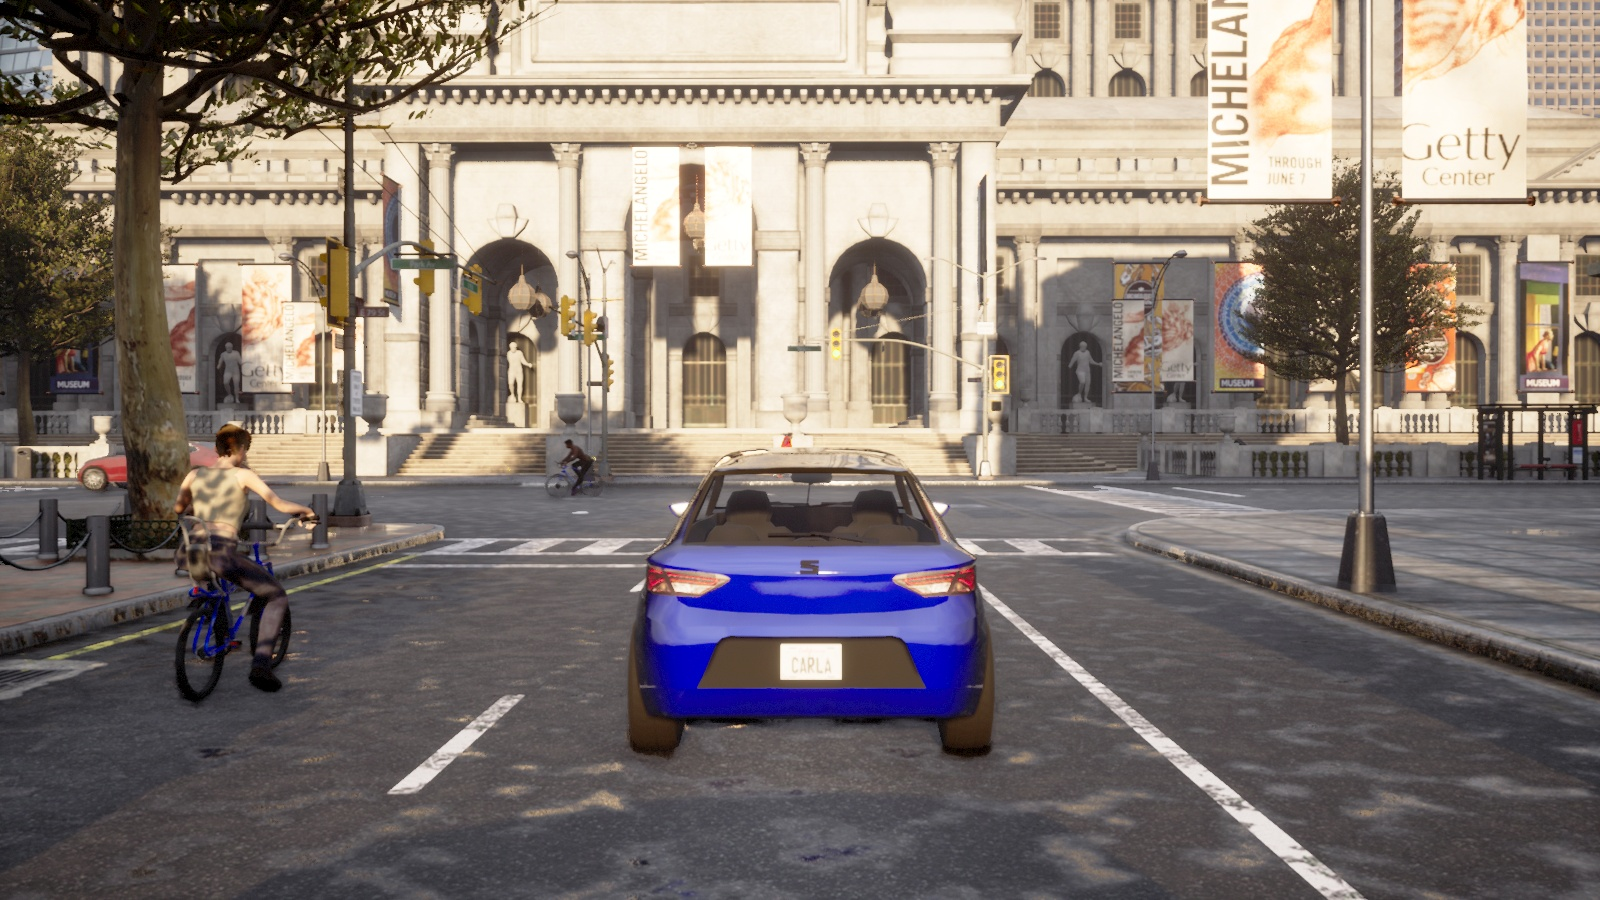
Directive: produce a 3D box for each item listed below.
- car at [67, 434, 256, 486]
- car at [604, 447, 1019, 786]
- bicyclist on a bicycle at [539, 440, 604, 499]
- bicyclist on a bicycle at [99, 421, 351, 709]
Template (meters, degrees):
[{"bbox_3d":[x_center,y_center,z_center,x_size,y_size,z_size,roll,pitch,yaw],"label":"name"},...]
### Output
[{"bbox_3d":[-20.588,0.311,40.645,5.027,1.651,2.152,0,0,1],"label":"car"},{"bbox_3d":[0.058,0.723,7.599,1.816,1.474,4.193,0,0,0],"label":"car"},{"bbox_3d":[-6.352,0.525,34.920,1.656,1.620,0.582,0,1,-27],"label":"bicyclist on a bicycle"},{"bbox_3d":[-3.492,0.642,7.791,0.866,1.612,1.509,0,0,0],"label":"bicyclist on a bicycle"}]
